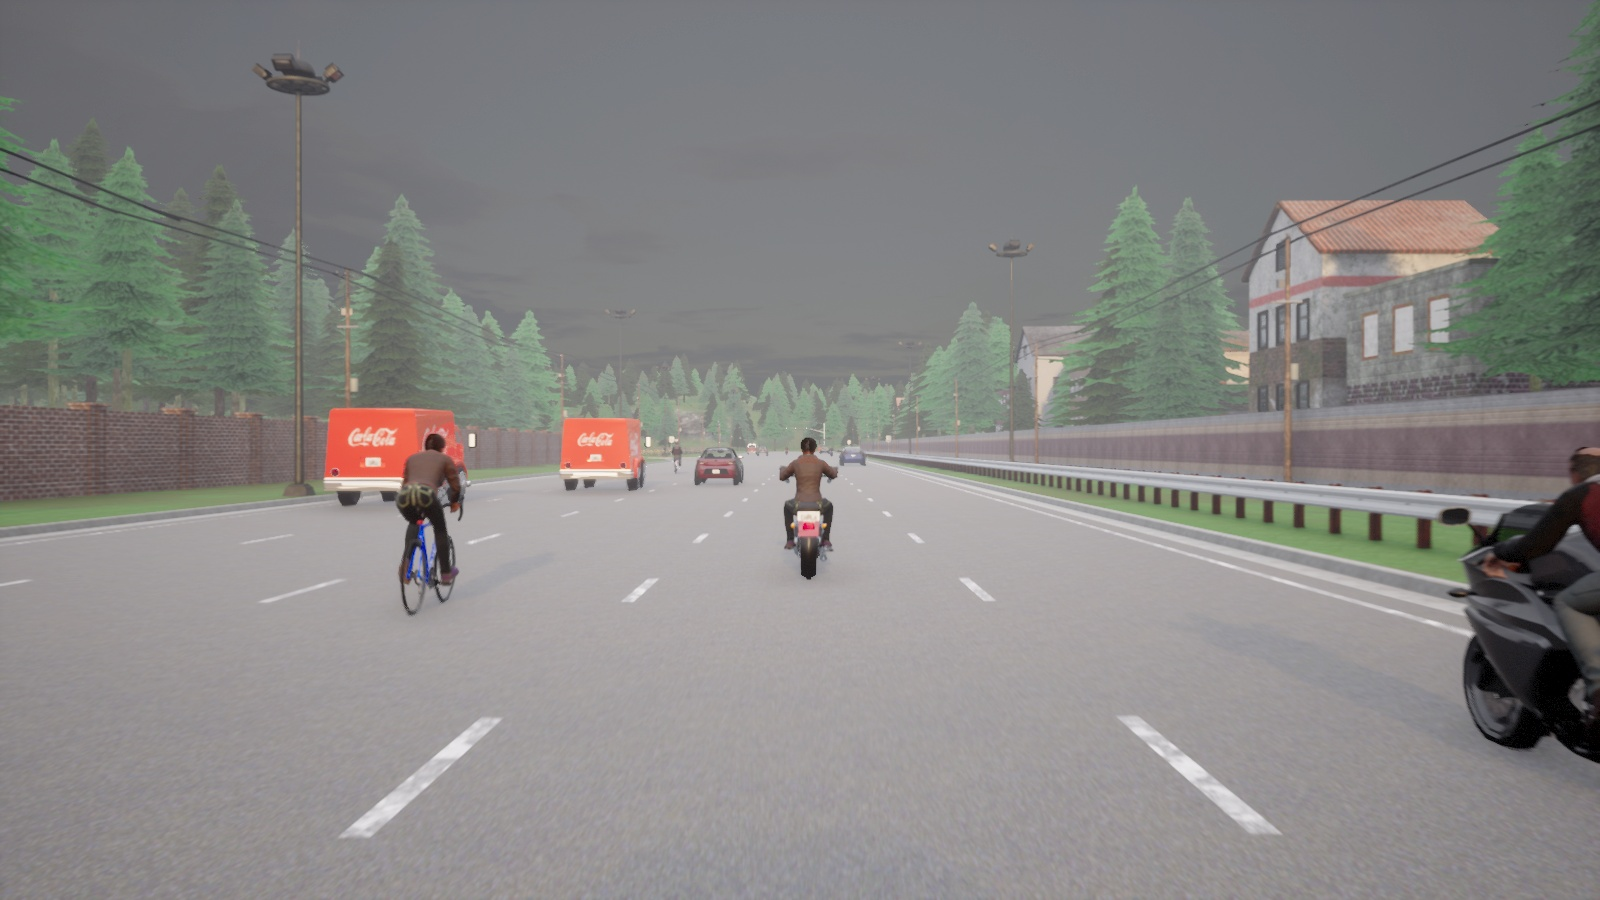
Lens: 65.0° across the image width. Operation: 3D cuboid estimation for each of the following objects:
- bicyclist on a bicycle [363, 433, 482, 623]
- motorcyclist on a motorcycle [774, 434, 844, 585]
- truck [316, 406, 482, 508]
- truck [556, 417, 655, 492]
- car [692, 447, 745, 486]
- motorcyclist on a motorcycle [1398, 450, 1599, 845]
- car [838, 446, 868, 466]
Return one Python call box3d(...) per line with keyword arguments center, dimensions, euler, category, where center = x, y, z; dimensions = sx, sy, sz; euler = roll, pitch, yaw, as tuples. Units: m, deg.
box3d(center=(-3.416, 0.664, 11.499), dimensions=(0.582, 1.620, 1.656), euler=(0, 0, 0), category="bicyclist on a bicycle")
box3d(center=(0.101, 0.655, 14.917), dimensions=(0.766, 1.649, 2.350), euler=(0, 0, 0), category="motorcyclist on a motorcycle")
box3d(center=(-10.296, 0.159, 32.767), dimensions=(2.627, 2.467, 5.204), euler=(0, 0, 0), category="truck")
box3d(center=(-6.731, 0.129, 44.086), dimensions=(2.627, 2.467, 5.204), euler=(0, 0, 0), category="truck")
box3d(center=(-3.198, 0.616, 49.892), dimensions=(1.816, 1.474, 4.193), euler=(0, 0, 0), category="car")
box3d(center=(3.547, 0.770, 5.455), dimensions=(0.866, 1.530, 2.191), euler=(0, 0, 0), category="motorcyclist on a motorcycle")
box3d(center=(4.076, 0.472, 97.642), dimensions=(2.163, 1.488, 4.792), euler=(0, 0, 0), category="car")
